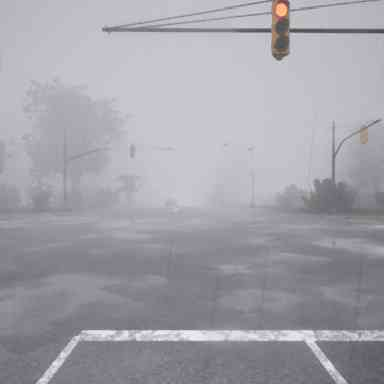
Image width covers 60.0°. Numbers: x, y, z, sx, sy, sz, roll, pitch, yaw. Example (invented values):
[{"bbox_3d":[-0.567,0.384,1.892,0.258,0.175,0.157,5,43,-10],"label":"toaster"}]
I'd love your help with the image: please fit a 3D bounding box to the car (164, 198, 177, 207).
[{"bbox_3d":[-3.499,1.721,55.123,1.837,1.490,4.892,0,-2,0],"label":"car"}]
